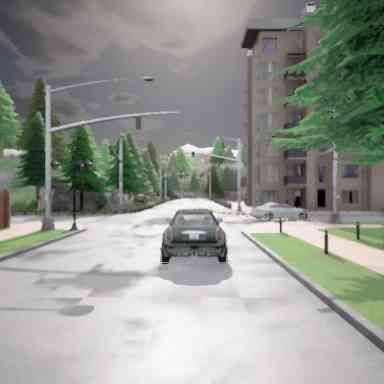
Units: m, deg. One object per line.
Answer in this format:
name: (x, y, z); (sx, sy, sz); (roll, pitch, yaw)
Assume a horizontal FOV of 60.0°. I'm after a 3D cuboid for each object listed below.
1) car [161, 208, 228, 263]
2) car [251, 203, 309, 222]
car: (0.078, 1.374, 12.260); (2.097, 1.767, 4.553); (0, 0, 0)
car: (7.109, 1.588, 26.903); (4.674, 1.442, 1.812); (0, -1, -10)
